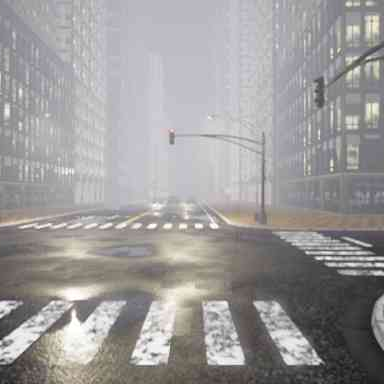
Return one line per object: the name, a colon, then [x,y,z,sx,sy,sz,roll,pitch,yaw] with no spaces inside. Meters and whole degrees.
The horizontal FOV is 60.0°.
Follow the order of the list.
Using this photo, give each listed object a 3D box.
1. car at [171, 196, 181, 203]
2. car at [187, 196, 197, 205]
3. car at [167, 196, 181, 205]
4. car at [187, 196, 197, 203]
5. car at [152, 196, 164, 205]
car: [-3.290,1.572,70.210,1.895,1.301,4.718,0,0,0]
car: [-0.034,1.709,60.626,1.895,1.301,4.718,0,0,0]
car: [-3.284,1.459,60.149,2.097,1.767,4.553,0,0,0]
car: [-0.039,1.548,70.598,1.994,1.385,4.181,0,0,0]
car: [-6.536,1.614,64.345,2.128,1.511,4.902,0,0,0]
